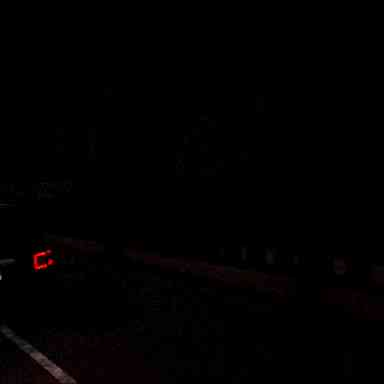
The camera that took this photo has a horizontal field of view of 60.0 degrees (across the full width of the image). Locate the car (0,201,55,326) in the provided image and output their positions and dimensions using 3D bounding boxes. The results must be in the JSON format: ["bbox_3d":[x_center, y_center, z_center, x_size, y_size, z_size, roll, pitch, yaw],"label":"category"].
[{"bbox_3d":[-4.615,1.177,6.061,5.566,2.045,2.150,0,1,42],"label":"car"}]
